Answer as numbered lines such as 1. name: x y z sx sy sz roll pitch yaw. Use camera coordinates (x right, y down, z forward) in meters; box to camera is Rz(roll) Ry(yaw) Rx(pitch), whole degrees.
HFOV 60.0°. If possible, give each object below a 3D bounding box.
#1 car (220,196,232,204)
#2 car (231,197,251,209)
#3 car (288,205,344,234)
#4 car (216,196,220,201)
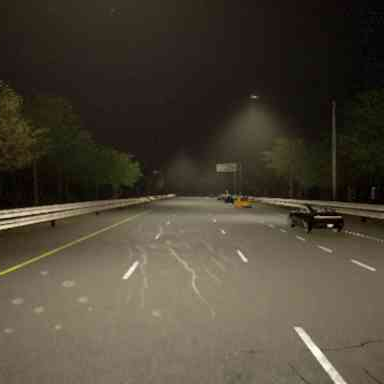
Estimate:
1. car: 7.225 1.565 65.535 1.837 1.490 4.892 0 0 0
2. car: 7.113 1.530 46.807 1.882 1.535 5.008 0 0 0
3. car: 7.018 1.499 19.297 2.128 1.511 4.902 0 0 0
4. car: 7.397 1.663 86.610 1.895 1.301 4.718 0 0 1
